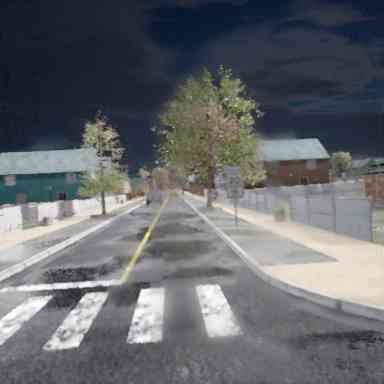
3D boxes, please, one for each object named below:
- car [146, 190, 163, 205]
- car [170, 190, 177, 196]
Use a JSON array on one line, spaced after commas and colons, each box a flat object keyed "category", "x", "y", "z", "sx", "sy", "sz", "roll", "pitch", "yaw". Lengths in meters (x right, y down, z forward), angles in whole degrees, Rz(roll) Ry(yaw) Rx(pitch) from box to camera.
[{"category": "car", "x": -5.370, "y": 0.742, "z": 47.933, "sx": 2.150, "sy": 2.045, "sz": 5.566, "roll": -3, "pitch": 1, "yaw": -3}, {"category": "car", "x": -5.202, "y": 0.317, "z": 93.470, "sx": 1.882, "sy": 1.535, "sz": 5.008, "roll": -3, "pitch": 1, "yaw": -3}]
